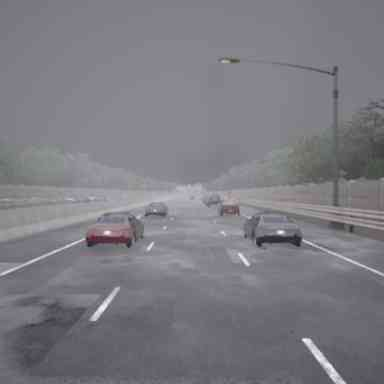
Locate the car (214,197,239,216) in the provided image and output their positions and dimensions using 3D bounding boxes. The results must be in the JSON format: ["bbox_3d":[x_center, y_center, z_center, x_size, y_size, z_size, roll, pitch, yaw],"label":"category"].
[{"bbox_3d":[3.608,1.587,33.398,1.882,1.535,5.008,0,0,0],"label":"car"}]

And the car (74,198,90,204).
[{"bbox_3d":[-20.985,1.772,64.111,2.033,1.411,5.357,0,0,0],"label":"car"}]

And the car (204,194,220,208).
[{"bbox_3d":[3.513,1.408,53.505,2.150,2.045,5.566,0,0,0],"label":"car"}]

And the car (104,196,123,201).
[{"bbox_3d":[-14.014,1.571,61.108,2.097,1.767,4.553,0,0,1],"label":"car"}]

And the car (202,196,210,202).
[{"bbox_3d":[3.521,1.787,86.670,1.801,1.575,5.366,0,0,0],"label":"car"}]

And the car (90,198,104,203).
[{"bbox_3d":[-17.488,1.776,64.265,2.033,1.411,5.357,0,0,0],"label":"car"}]

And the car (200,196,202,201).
[{"bbox_3d":[3.518,1.501,75.509,2.150,2.045,5.566,0,0,0],"label":"car"}]

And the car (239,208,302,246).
[{"bbox_3d":[3.604,1.611,15.504,1.994,1.385,4.181,0,0,0],"label":"car"}]

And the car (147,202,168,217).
[{"bbox_3d":[-3.392,1.671,32.401,1.994,1.385,4.181,0,0,0],"label":"car"}]

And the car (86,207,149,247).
[{"bbox_3d":[-3.396,1.611,15.349,1.994,1.385,4.181,0,0,0],"label":"car"}]

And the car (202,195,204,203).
[{"bbox_3d":[3.516,1.453,64.507,2.150,2.045,5.566,0,0,0],"label":"car"}]
